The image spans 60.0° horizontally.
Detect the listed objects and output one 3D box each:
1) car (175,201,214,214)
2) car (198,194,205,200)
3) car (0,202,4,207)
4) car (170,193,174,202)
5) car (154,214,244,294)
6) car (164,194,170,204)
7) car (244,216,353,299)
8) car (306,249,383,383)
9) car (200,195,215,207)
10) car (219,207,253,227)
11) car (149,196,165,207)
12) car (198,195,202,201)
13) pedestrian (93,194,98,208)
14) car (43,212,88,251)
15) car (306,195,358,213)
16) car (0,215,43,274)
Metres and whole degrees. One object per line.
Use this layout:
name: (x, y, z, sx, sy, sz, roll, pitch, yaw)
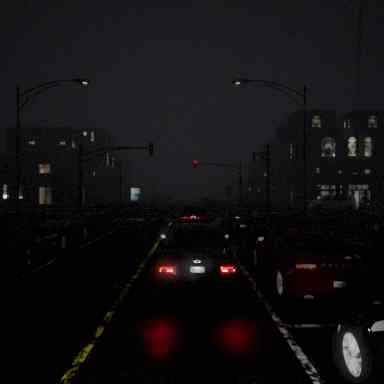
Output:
car: (0.077, 1.507, 19.462, 1.837, 1.490, 4.892, 0, 0, 0)
car: (2.586, 1.458, 90.712, 1.967, 1.590, 4.097, 0, 0, 0)
car: (-25.499, 1.447, 40.427, 4.829, 1.417, 1.752, 0, -1, 1)
car: (-5.775, 1.451, 74.149, 1.967, 1.590, 4.097, 0, 0, 0)
car: (0.089, 1.548, 8.941, 2.033, 1.411, 5.357, 0, 0, 0)
car: (-5.762, 1.559, 63.105, 2.008, 1.369, 4.403, 0, 0, 0)
car: (2.685, 1.546, 8.285, 1.887, 1.381, 4.507, 0, 0, 0)
car: (2.691, 1.551, 2.593, 2.008, 1.369, 4.403, 0, 0, 0)
car: (2.632, 1.572, 52.059, 1.947, 1.339, 4.313, 0, 0, 0)
car: (2.671, 1.553, 19.669, 2.008, 1.369, 4.403, 0, 0, 0)
car: (-5.749, 1.588, 52.062, 1.802, 1.307, 4.206, 0, 0, 0)
car: (2.618, 1.590, 63.101, 1.802, 1.307, 4.206, 0, 0, 0)
pedestrian: (-12.603, 1.135, 43.187, 0.375, 1.860, 0.375, 0, -1, 1)
car: (-5.703, 1.552, 13.984, 2.008, 1.369, 4.403, 0, 0, 0)
car: (15.567, 1.315, 37.253, 5.566, 2.045, 2.150, 0, 0, 1)
car: (-5.695, 1.441, 8.292, 1.967, 1.590, 4.097, 0, 0, 0)
